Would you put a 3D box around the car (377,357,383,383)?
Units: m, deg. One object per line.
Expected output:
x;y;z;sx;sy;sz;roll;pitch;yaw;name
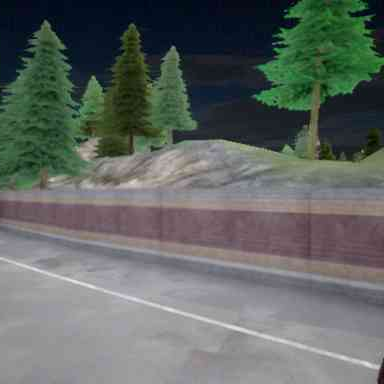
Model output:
3.255;1.572;1.761;4.181;1.385;1.994;0;0;35;car
